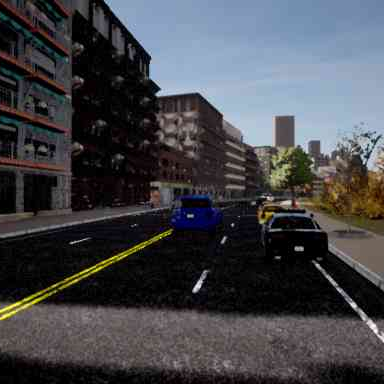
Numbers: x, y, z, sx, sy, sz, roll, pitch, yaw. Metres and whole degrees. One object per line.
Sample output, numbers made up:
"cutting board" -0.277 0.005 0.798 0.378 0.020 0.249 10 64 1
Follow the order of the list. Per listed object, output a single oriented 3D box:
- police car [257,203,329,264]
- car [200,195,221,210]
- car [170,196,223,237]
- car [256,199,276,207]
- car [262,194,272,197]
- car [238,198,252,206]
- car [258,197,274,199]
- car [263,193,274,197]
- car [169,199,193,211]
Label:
"police car" 3.518 1.427 12.068 1.930 1.638 5.238 0 0 10
"car" 2.601 1.376 45.305 2.097 1.767 4.553 0 0 14
"car" 0.418 1.223 18.198 2.150 2.045 5.566 0 0 10
"car" 5.283 1.459 21.936 1.801 1.575 5.366 0 0 11
"car" 10.758 1.539 50.630 1.837 1.490 4.892 0 0 15
"car" 9.118 1.650 56.872 1.895 1.301 4.718 0 0 15
"car" 6.413 1.461 27.745 1.801 1.575 5.366 0 0 11
"car" 15.109 1.300 66.453 2.150 2.045 5.566 0 0 17
"car" -1.370 1.620 42.727 1.895 1.301 4.718 0 0 13
